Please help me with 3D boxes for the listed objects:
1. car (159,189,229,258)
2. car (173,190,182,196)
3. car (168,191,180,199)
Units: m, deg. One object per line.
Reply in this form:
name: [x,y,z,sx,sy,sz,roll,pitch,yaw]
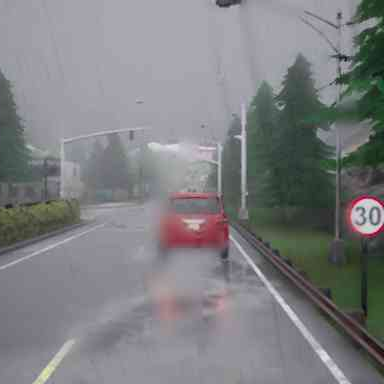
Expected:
car: [0.057,1.026,12.053,2.150,2.045,5.566,0,1,0]
car: [-3.505,0.258,80.334,1.994,1.385,4.181,0,1,0]
car: [-3.519,0.521,64.834,1.994,1.385,4.181,0,1,0]
